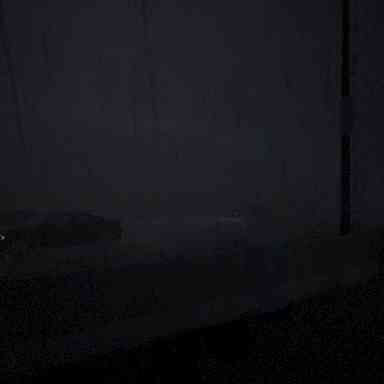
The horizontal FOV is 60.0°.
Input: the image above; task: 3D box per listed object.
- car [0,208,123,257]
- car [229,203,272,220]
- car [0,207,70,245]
[{"bbox_3d":[-5.238,1.504,13.186,5.008,1.535,1.882,0,0,-36],"label":"car"},{"bbox_3d":[5.312,1.674,29.868,4.181,1.385,1.994,0,0,-38],"label":"car"},{"bbox_3d":[-8.364,1.527,15.247,4.892,1.490,1.837,0,0,-36],"label":"car"}]
